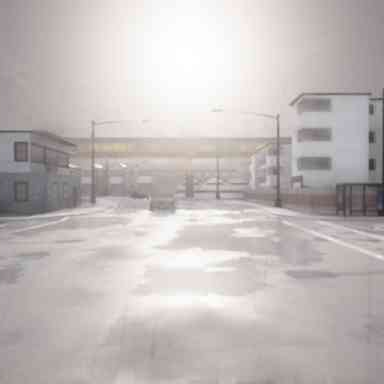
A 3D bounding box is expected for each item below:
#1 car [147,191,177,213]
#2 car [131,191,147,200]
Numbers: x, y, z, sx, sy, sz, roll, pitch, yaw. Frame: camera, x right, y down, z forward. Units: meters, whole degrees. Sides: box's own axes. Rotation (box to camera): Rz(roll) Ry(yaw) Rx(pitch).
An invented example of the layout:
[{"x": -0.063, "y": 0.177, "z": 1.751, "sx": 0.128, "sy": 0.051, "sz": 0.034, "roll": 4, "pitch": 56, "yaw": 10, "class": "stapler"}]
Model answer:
[{"x": -2.626, "y": 0.920, "z": 32.281, "sx": 2.150, "sy": 2.045, "sz": 5.566, "roll": 0, "pitch": 2, "yaw": 2, "class": "car"}, {"x": -8.730, "y": 0.542, "z": 55.692, "sx": 1.837, "sy": 1.490, "sz": 4.892, "roll": 2, "pitch": 0, "yaw": -30, "class": "car"}]
